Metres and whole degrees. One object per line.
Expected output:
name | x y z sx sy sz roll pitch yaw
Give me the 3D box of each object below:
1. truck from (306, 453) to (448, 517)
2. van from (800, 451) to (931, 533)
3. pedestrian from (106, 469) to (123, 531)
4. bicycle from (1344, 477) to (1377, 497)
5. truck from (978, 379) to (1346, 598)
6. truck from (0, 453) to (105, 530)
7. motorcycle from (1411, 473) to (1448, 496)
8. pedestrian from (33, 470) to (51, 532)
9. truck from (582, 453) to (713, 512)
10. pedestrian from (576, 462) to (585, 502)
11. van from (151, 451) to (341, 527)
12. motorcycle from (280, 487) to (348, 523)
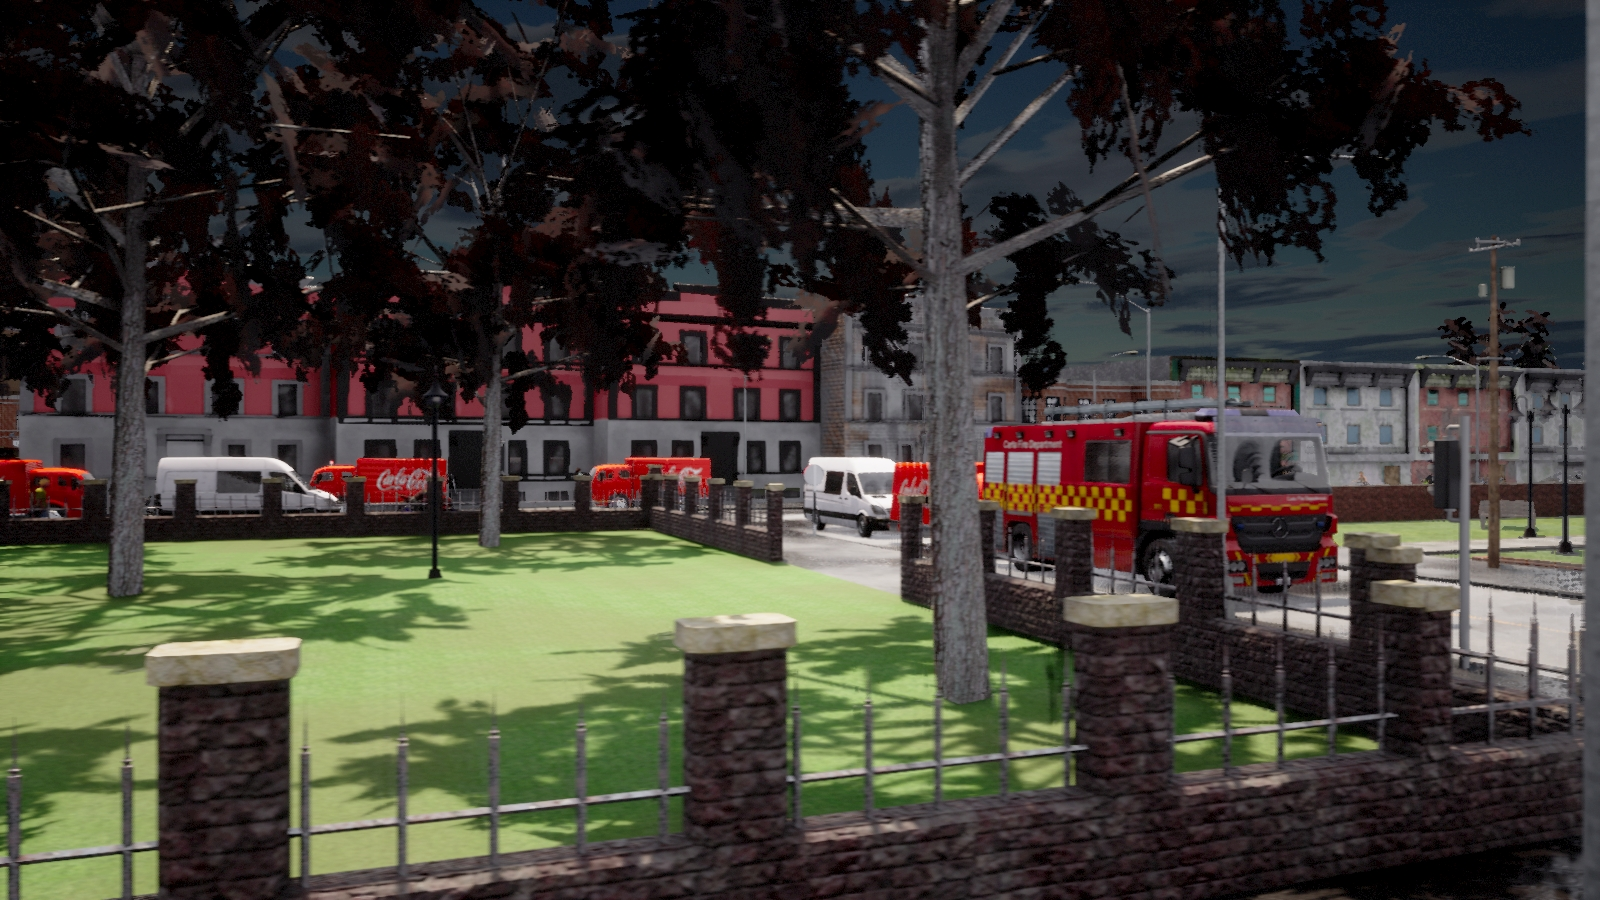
truck | -16.930 1.348 45.872 5.204 2.467 2.627 0 0 -20
van | 2.096 1.314 38.751 1.988 2.561 5.915 0 0 -23
pedestrian | -21.018 1.526 35.026 0.375 1.860 0.375 0 0 -19
bicycle | 31.059 2.036 63.330 1.487 1.080 0.859 0 0 -20
truck | 7.167 0.670 24.371 2.891 3.827 8.468 0 0 -20
truck | -26.474 1.348 38.140 5.204 2.467 2.627 0 0 -20
motorcycle | 35.841 1.961 65.035 1.805 1.236 0.856 0 0 -20
pedestrian | -22.805 1.524 34.364 0.375 1.860 0.375 0 0 -20
truck | -6.643 1.348 49.616 5.204 2.467 2.627 0 0 -20
pedestrian | -10.367 1.522 53.972 0.375 1.860 0.375 0 0 1
van | -19.553 1.315 40.676 5.915 2.561 1.988 0 0 -20
motorcycle | -17.577 1.985 41.387 2.209 1.251 0.867 0 0 -20
